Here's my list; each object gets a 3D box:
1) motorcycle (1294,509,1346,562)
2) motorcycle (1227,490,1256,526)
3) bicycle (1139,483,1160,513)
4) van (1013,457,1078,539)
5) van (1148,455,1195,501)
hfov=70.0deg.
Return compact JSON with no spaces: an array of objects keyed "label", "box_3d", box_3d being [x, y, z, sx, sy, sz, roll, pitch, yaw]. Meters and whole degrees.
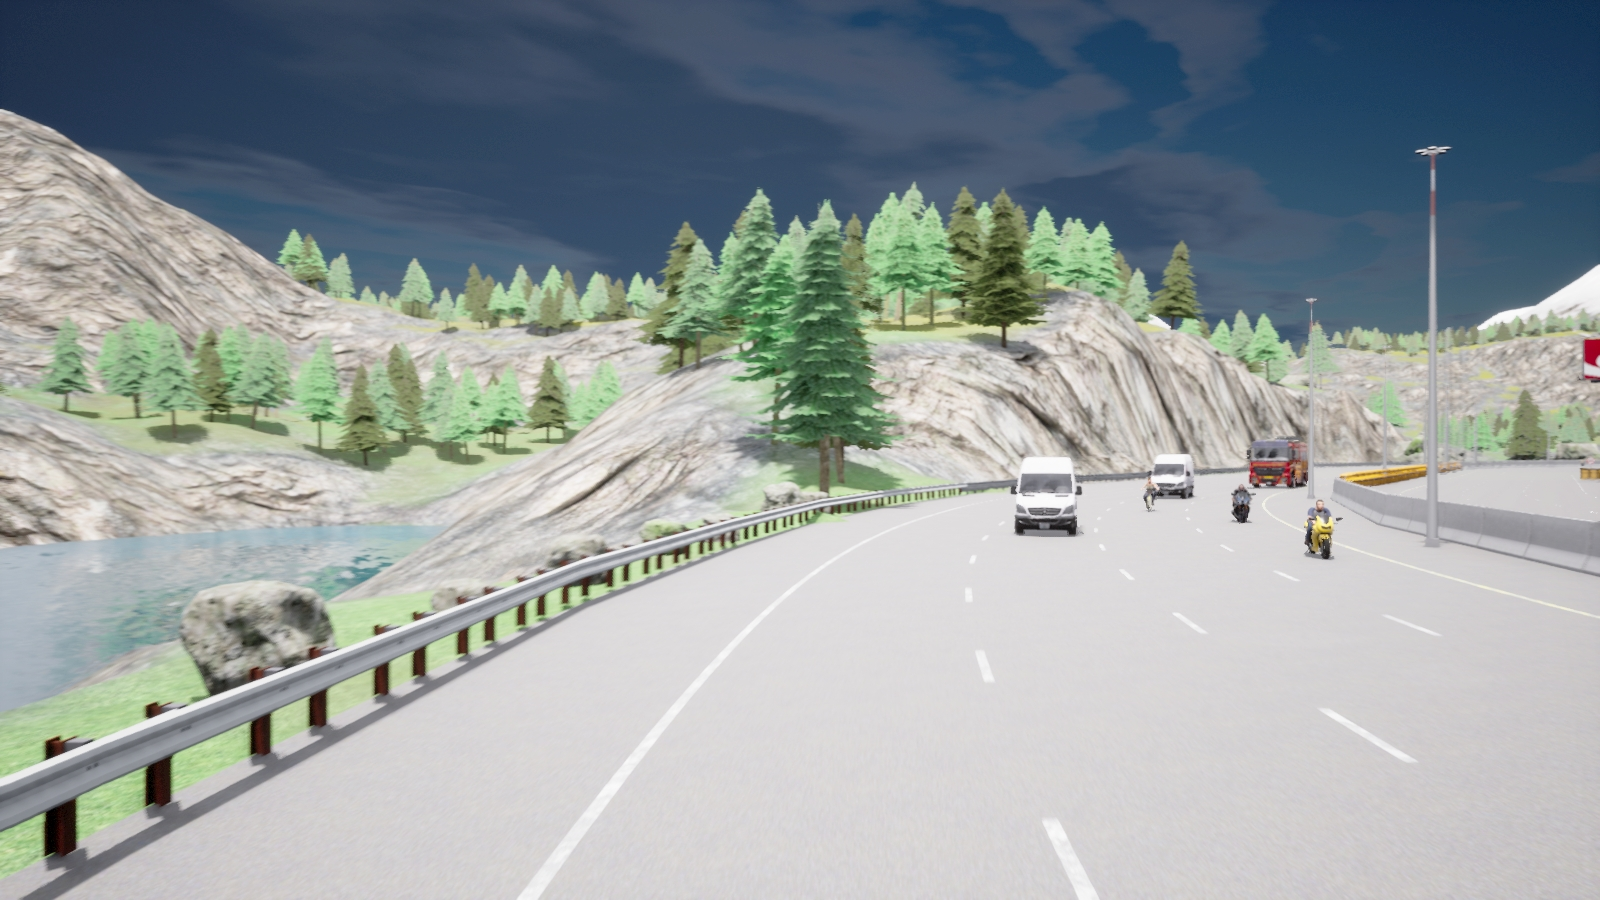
[{"label":"motorcycle","box_3d":[13.551,2.201,29.826,0.803,1.217,2.033,0,0,12]},{"label":"motorcycle","box_3d":[17.106,2.235,44.304,0.867,1.251,2.209,0,0,16]},{"label":"bicycle","box_3d":[15.848,2.177,51.790,0.859,1.295,1.487,0,0,19]},{"label":"van","box_3d":[8.524,1.549,39.301,1.988,2.561,5.915,0,0,14]},{"label":"van","box_3d":[21.901,1.574,67.194,1.988,2.561,5.915,0,0,25]}]
